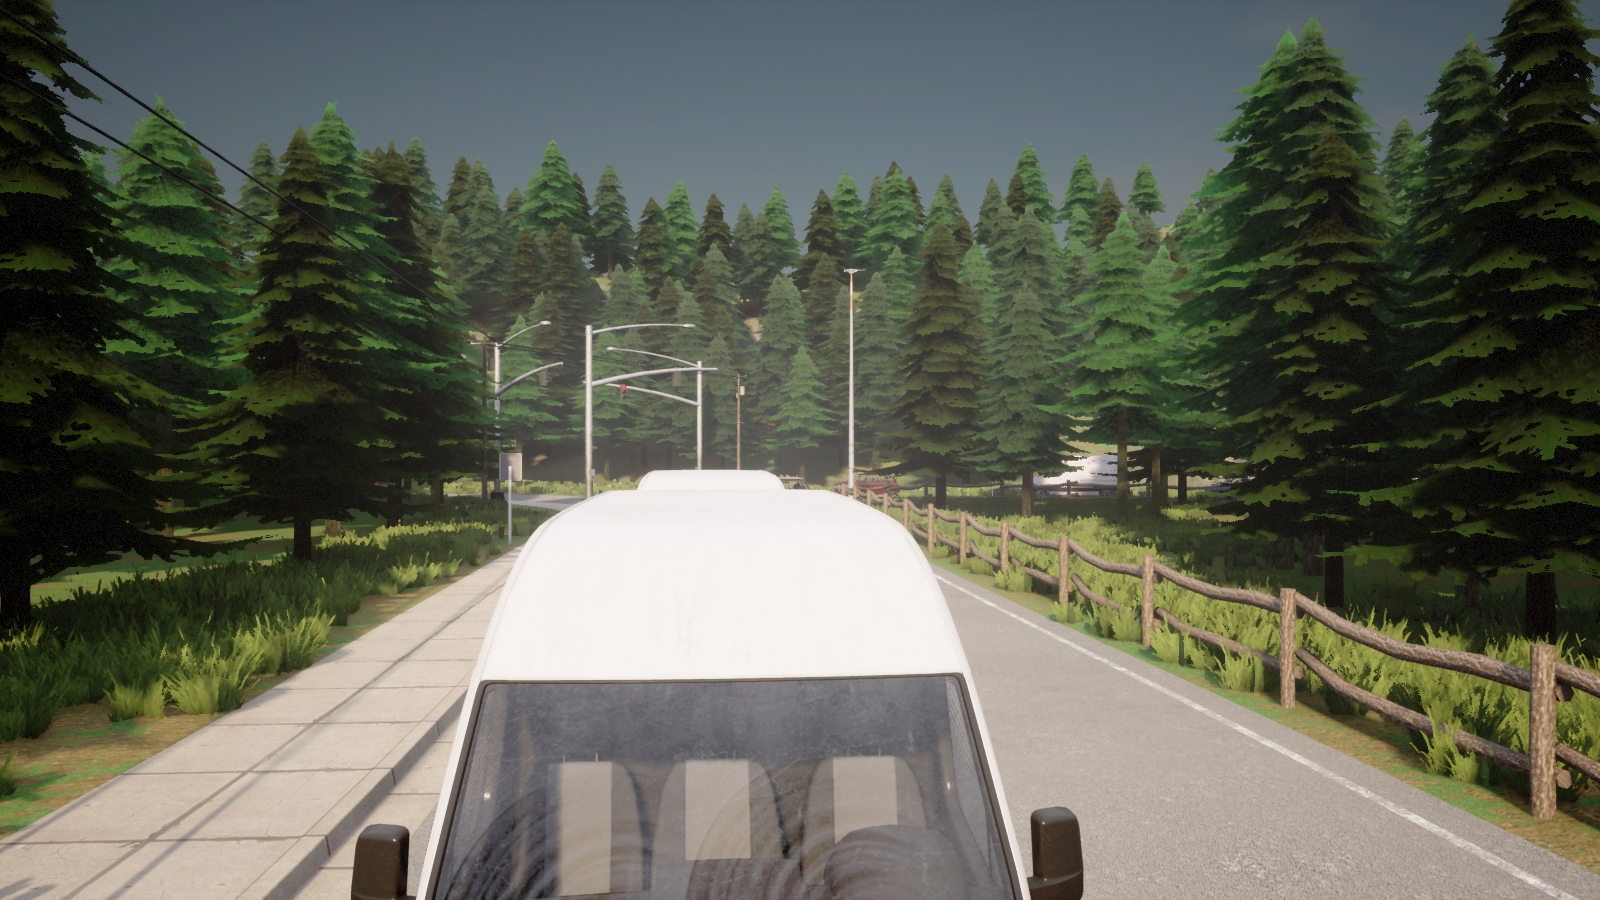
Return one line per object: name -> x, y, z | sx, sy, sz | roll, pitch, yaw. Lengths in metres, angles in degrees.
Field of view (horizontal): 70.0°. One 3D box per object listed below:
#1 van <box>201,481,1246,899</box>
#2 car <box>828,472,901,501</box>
van -> -0.345, 1.499, 5.128 | 1.988, 2.561, 5.915 | 0, 0, -5
car -> 3.583, 2.026, 63.938 | 3.705, 1.549, 1.789 | 0, 0, -15
